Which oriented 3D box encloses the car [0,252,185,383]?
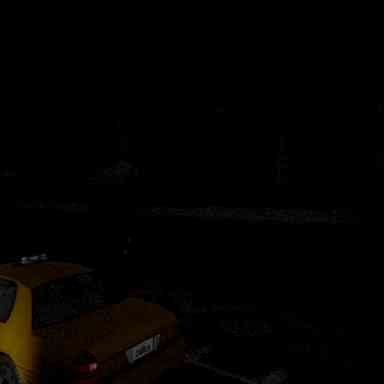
[{"bbox_3d":[-2.362,1.525,4.650,4.829,1.417,1.752,0,0,36],"label":"car"}]
